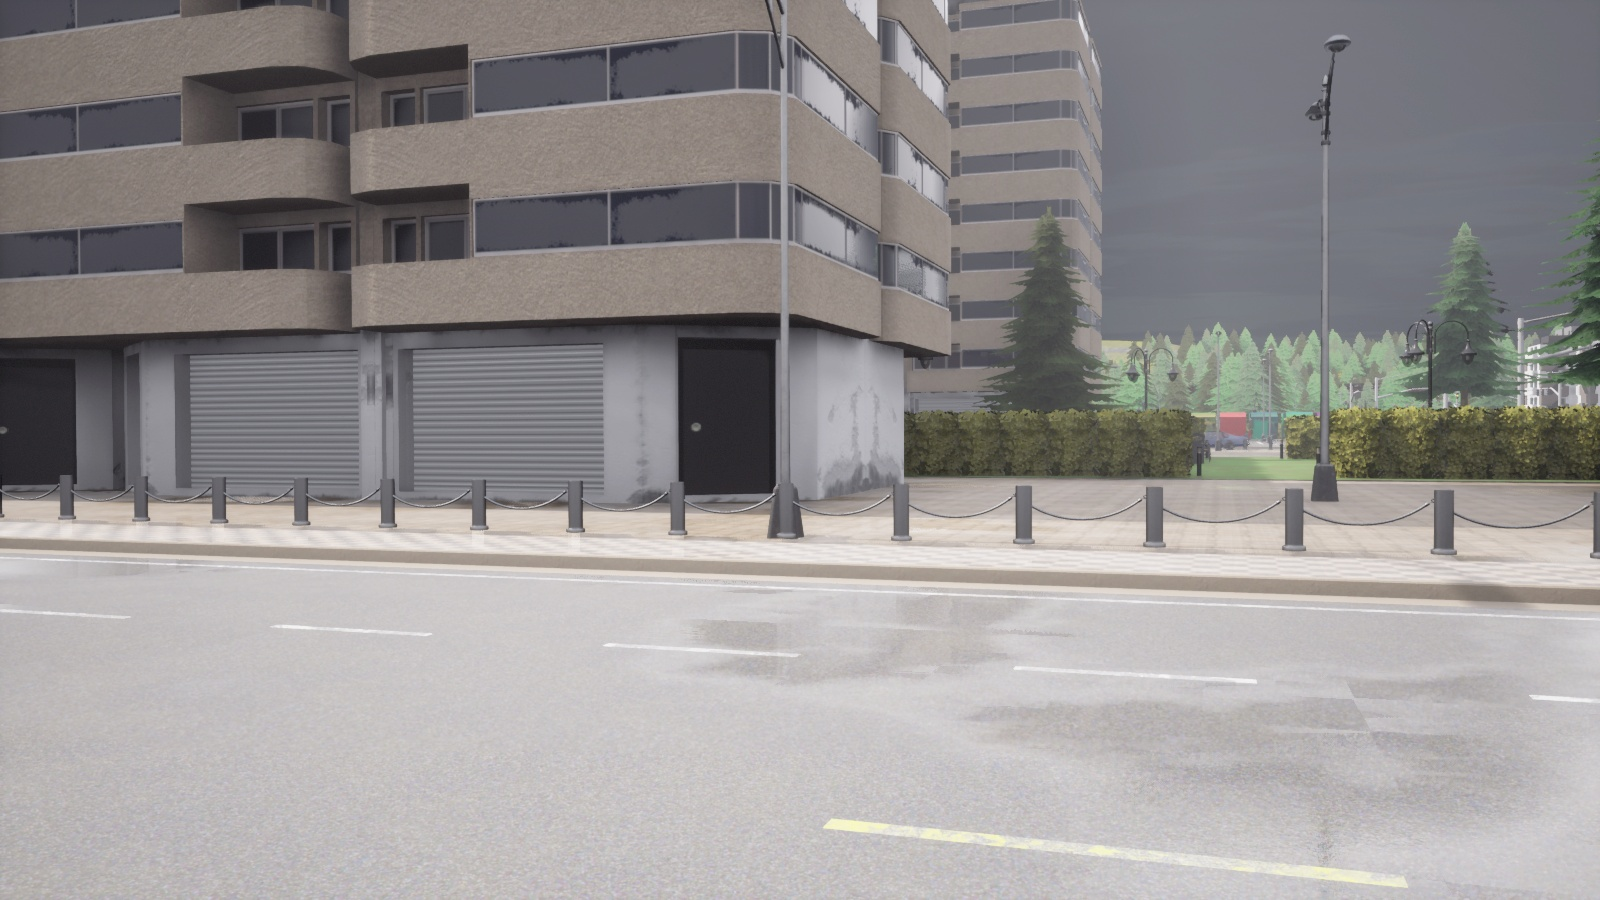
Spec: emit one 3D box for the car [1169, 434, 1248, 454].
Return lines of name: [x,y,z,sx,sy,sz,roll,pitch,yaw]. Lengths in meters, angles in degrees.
car: [29.531,-0.470,90.868,5.357,1.411,2.033,1,1,18]
